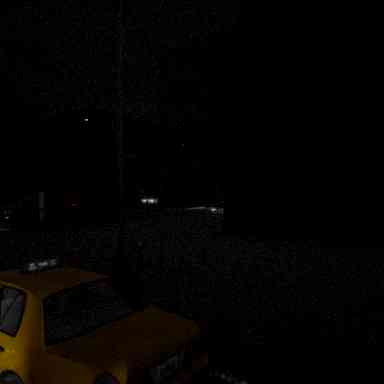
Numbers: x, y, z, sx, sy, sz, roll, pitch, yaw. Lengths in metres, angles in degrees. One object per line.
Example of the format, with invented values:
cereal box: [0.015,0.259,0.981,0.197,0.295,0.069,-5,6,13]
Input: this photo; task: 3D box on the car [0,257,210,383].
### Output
car: [-2.093,1.533,4.304,4.829,1.417,1.752,0,0,35]

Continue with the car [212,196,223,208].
car: [4.663,1.318,46.554,2.097,1.767,4.553,-1,0,36]

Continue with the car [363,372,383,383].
car: [2.477,1.437,1.055,4.097,1.590,1.967,0,0,35]

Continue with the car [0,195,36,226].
car: [-11.236,1.241,24.121,2.150,2.045,5.566,-1,0,35]
